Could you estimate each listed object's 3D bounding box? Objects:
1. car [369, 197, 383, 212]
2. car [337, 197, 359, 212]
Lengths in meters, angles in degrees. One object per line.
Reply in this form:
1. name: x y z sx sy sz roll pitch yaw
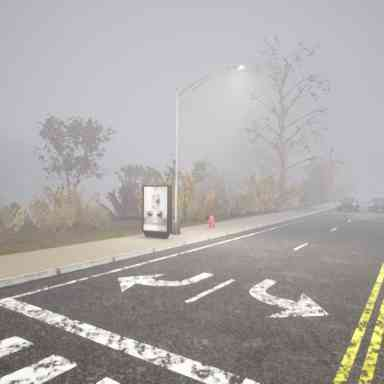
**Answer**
1. car: 21.509 1.390 38.084 2.097 1.767 4.553 0 0 30
2. car: 18.708 1.387 39.731 2.097 1.767 4.553 0 0 30
